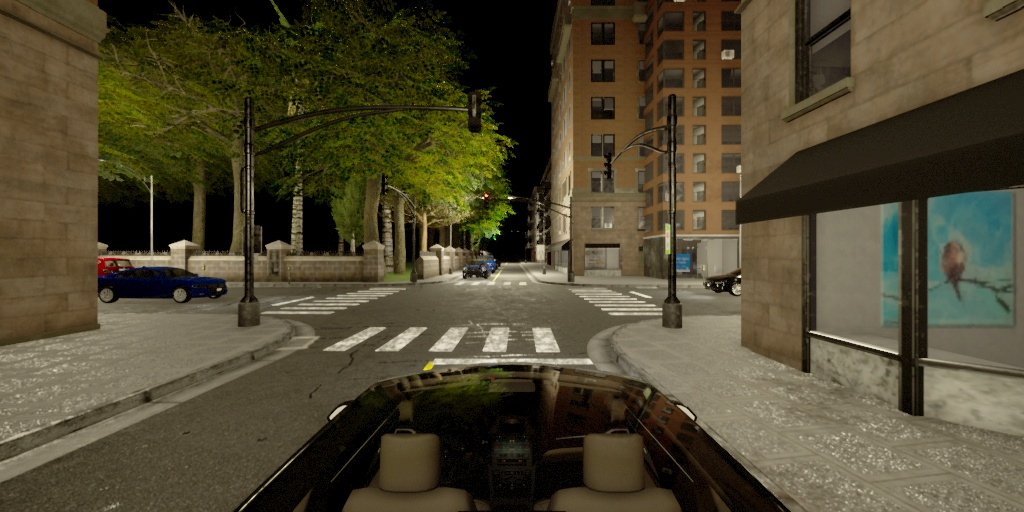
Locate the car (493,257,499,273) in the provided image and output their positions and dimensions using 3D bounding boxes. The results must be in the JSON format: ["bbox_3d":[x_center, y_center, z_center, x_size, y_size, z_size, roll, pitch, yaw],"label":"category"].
[{"bbox_3d":[-3.048,0.930,41.949,2.150,2.045,5.566,0,0,0],"label":"car"}]

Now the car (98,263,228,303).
[{"bbox_3d":[-15.472,1.210,15.883,5.008,1.535,1.882,0,0,0],"label":"car"}]

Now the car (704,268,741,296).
[{"bbox_3d":[12.689,1.268,18.705,4.892,1.490,1.837,0,0,1],"label":"car"}]

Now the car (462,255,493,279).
[{"bbox_3d":[-3.101,1.079,31.888,2.097,1.767,4.553,0,0,1],"label":"car"}]

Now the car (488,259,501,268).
[{"bbox_3d":[-2.976,1.230,61.999,1.994,1.385,4.181,0,0,0],"label":"car"}]

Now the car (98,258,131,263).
[{"bbox_3d":[-25.923,1.032,21.800,5.009,1.841,2.192,0,0,1],"label":"car"}]

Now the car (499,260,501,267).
[{"bbox_3d":[-3.022,1.165,51.977,1.882,1.535,5.008,0,0,0],"label":"car"}]
